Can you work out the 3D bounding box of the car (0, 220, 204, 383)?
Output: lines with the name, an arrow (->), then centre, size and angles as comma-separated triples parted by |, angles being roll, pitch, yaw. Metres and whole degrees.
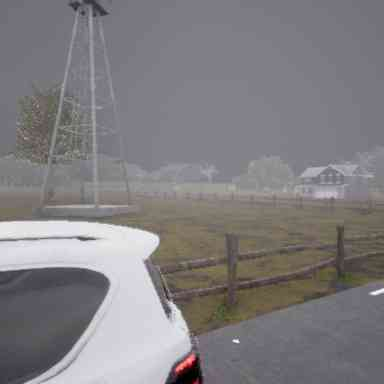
car -> -2.502, 1.232, 1.289 | 5.566, 2.045, 2.150 | 0, 0, -35
